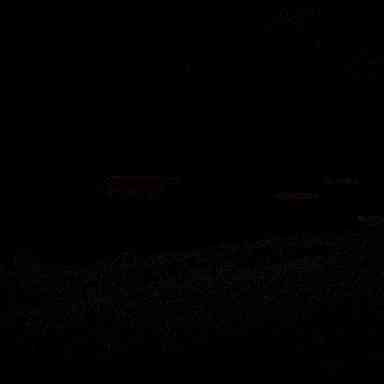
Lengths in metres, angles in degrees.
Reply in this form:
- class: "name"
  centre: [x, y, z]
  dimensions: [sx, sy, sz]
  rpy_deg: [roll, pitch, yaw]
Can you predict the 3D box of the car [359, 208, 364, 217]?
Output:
- class: "car"
  centre: [17.491, 2.149, 39.007]
  dimensions: [1.882, 1.535, 5.008]
  rpy_deg: [-1, -1, -36]
